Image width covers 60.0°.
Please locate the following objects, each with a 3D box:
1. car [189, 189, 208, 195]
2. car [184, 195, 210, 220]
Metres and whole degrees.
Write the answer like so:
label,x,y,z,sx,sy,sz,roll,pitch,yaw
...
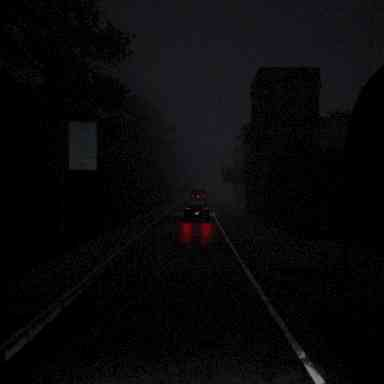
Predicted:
label,x,y,z,sx,sy,sz,roll,pitch,yaw
car,0.833,0.603,42.990,2.150,2.045,5.566,0,1,2
car,0.355,1.222,25.029,1.812,1.442,4.674,0,1,1
